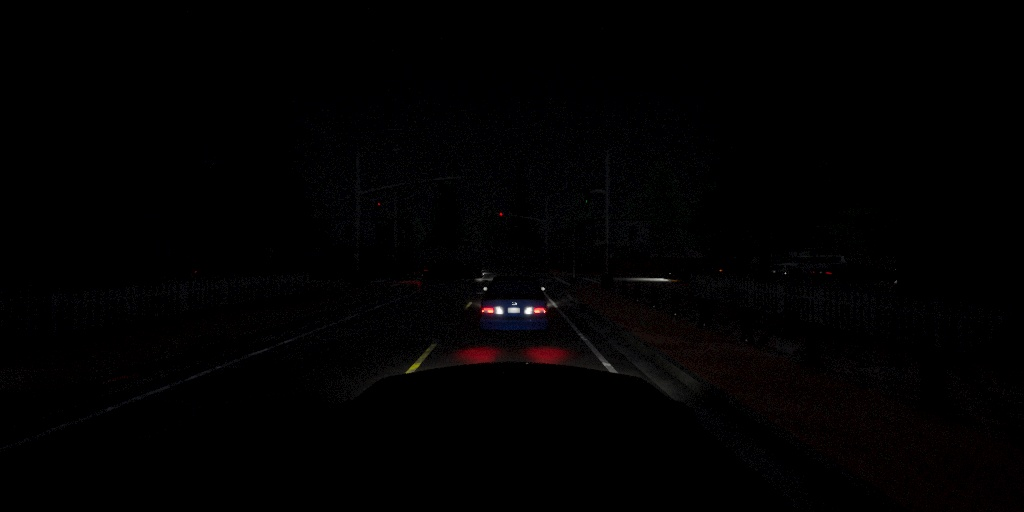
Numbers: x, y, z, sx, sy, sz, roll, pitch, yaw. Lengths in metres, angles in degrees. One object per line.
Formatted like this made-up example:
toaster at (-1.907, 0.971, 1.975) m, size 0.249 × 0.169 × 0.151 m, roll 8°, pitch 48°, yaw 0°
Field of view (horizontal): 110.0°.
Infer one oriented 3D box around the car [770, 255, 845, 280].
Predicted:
car at (24.679, 0.955, 29.892) m, size 5.566 × 2.045 × 2.150 m, roll 0°, pitch 0°, yaw 1°

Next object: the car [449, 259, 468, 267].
car at (-9.701, 1.261, 64.372) m, size 2.033 × 1.411 × 5.357 m, roll 0°, pitch 0°, yaw -23°

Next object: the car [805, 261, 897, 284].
car at (25.118, 1.281, 26.183) m, size 5.357 × 1.411 × 2.033 m, roll 0°, pitch 0°, yaw 2°

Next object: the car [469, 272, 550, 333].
car at (0.062, 1.297, 10.754) m, size 2.033 × 1.411 × 5.357 m, roll 0°, pitch 0°, yaw 0°

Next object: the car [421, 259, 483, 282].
car at (-4.822, 1.238, 29.091) m, size 4.892 × 1.490 × 1.837 m, roll -1°, pitch 2°, yaw -25°

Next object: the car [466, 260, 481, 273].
car at (-4.779, 1.219, 44.682) m, size 1.837 × 1.490 × 4.892 m, roll 0°, pitch 0°, yaw -6°

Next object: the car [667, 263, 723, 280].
car at (15.314, 1.298, 30.171) m, size 4.181 × 1.385 × 1.994 m, roll 0°, pitch 0°, yaw 2°

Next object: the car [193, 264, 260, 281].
car at (-21.852, 1.298, 27.557) m, size 4.181 × 1.385 × 1.994 m, roll 0°, pitch 0°, yaw 2°

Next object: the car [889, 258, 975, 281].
car at (34.525, 1.086, 29.584) m, size 4.553 × 1.767 × 2.097 m, roll 0°, pitch 0°, yaw 2°
